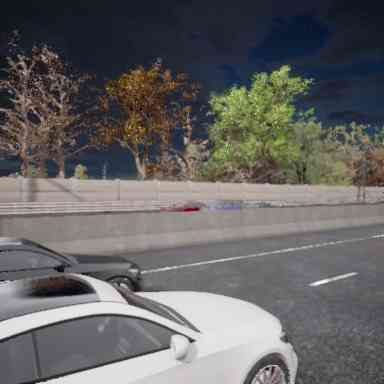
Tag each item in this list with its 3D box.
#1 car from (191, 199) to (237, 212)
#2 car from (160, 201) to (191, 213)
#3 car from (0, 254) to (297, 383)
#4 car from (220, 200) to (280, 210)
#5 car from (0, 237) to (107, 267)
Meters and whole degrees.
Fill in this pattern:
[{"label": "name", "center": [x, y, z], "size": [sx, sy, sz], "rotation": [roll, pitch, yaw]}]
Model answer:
[{"label": "car", "center": [2.591, 1.397, 27.338], "size": [4.553, 1.767, 2.097], "rotation": [0, 0, -35]}, {"label": "car", "center": [-0.436, 1.519, 29.479], "size": [5.008, 1.535, 1.882], "rotation": [0, 0, -35]}, {"label": "car", "center": [-1.063, 1.528, 2.988], "size": [4.674, 1.442, 1.812], "rotation": [0, 0, -36]}, {"label": "car", "center": [4.718, 1.550, 24.557], "size": [4.892, 1.490, 1.837], "rotation": [0, 0, -35]}, {"label": "car", "center": [-3.129, 1.528, 5.813], "size": [4.674, 1.442, 1.812], "rotation": [0, 0, -35]}]
